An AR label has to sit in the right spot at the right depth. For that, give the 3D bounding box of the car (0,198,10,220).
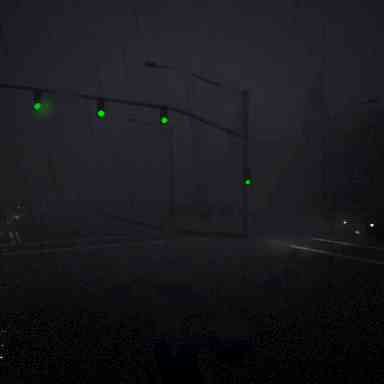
[{"bbox_3d":[-17.506,1.588,29.162,1.882,1.535,5.008,0,0,-24],"label":"car"}]

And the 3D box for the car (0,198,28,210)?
[{"bbox_3d":[-25.182,1.691,46.967,1.812,1.442,4.674,0,0,-1],"label":"car"}]

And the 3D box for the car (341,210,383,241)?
[{"bbox_3d":[9.788,1.579,16.639,4.718,1.301,1.895,0,0,-25],"label":"car"}]

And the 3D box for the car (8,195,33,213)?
[{"bbox_3d":[-21.013,1.360,40.080,2.150,2.045,5.566,0,0,-10],"label":"car"}]
